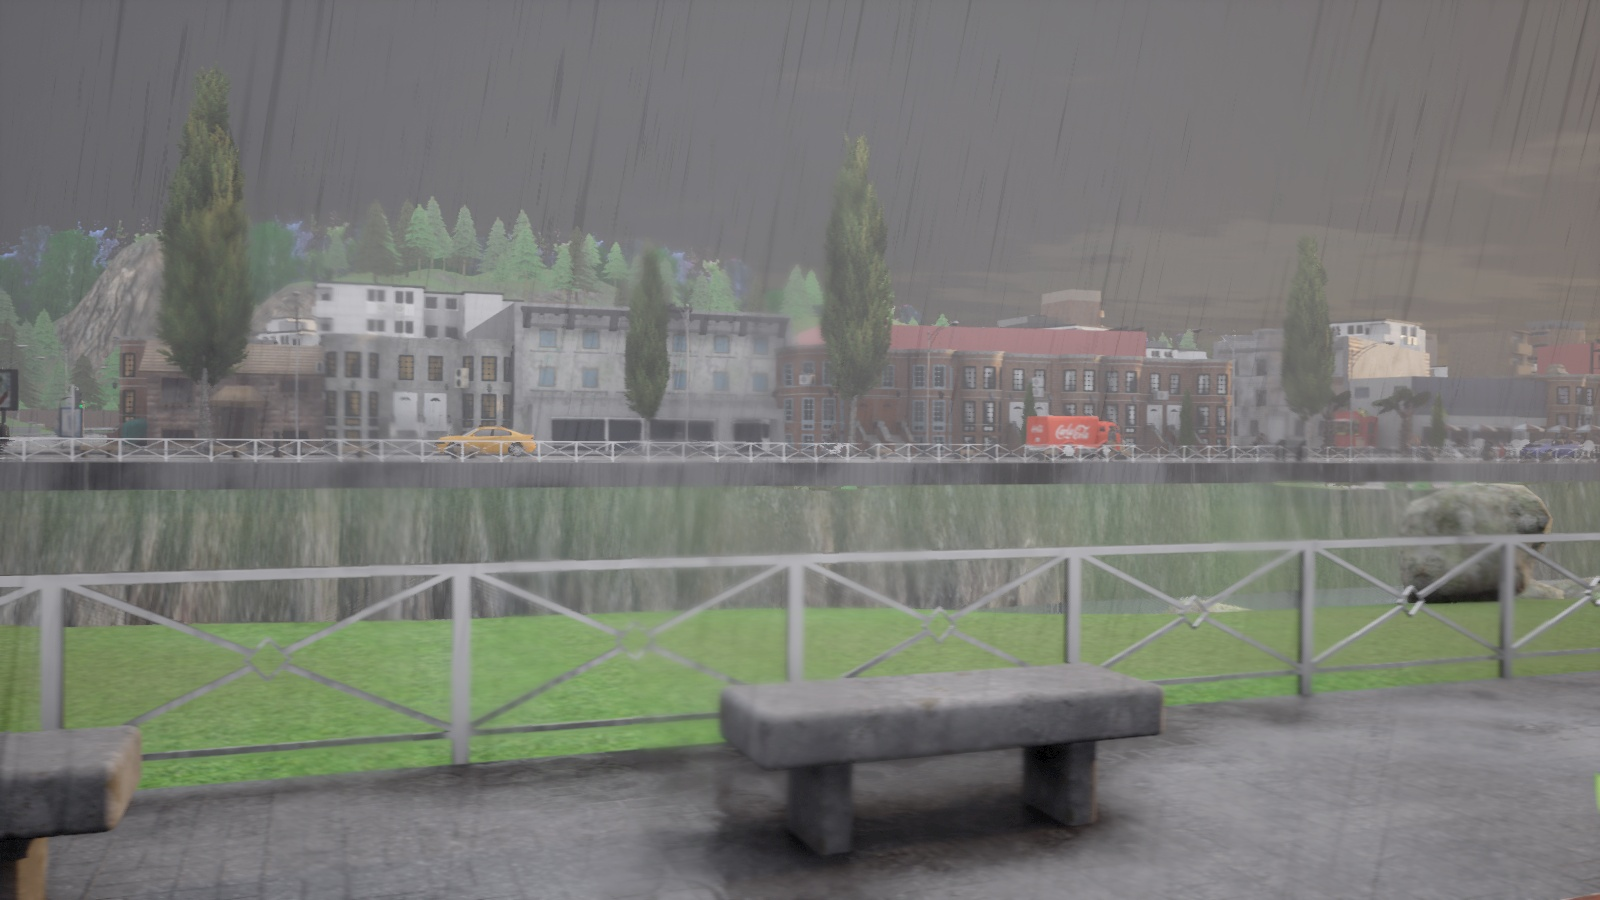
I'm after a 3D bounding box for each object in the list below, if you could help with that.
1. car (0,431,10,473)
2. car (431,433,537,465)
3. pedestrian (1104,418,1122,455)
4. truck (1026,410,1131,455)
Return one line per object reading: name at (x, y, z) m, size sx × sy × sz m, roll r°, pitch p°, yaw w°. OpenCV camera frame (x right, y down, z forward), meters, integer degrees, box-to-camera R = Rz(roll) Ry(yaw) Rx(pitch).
car at (-37.686, 0.122, 55.308) m, size 4.605 × 1.855 × 1.932 m, roll -1°, pitch 1°, yaw -23°
car at (-15.996, -0.087, 63.640) m, size 5.008 × 1.535 × 1.882 m, roll -1°, pitch 1°, yaw -21°
pedestrian at (15.457, -0.668, 61.993) m, size 0.694 × 1.848 × 0.540 m, roll -1°, pitch 1°, yaw -19°
truck at (15.839, -1.023, 71.454) m, size 5.204 × 2.467 × 2.627 m, roll -1°, pitch 1°, yaw -21°
